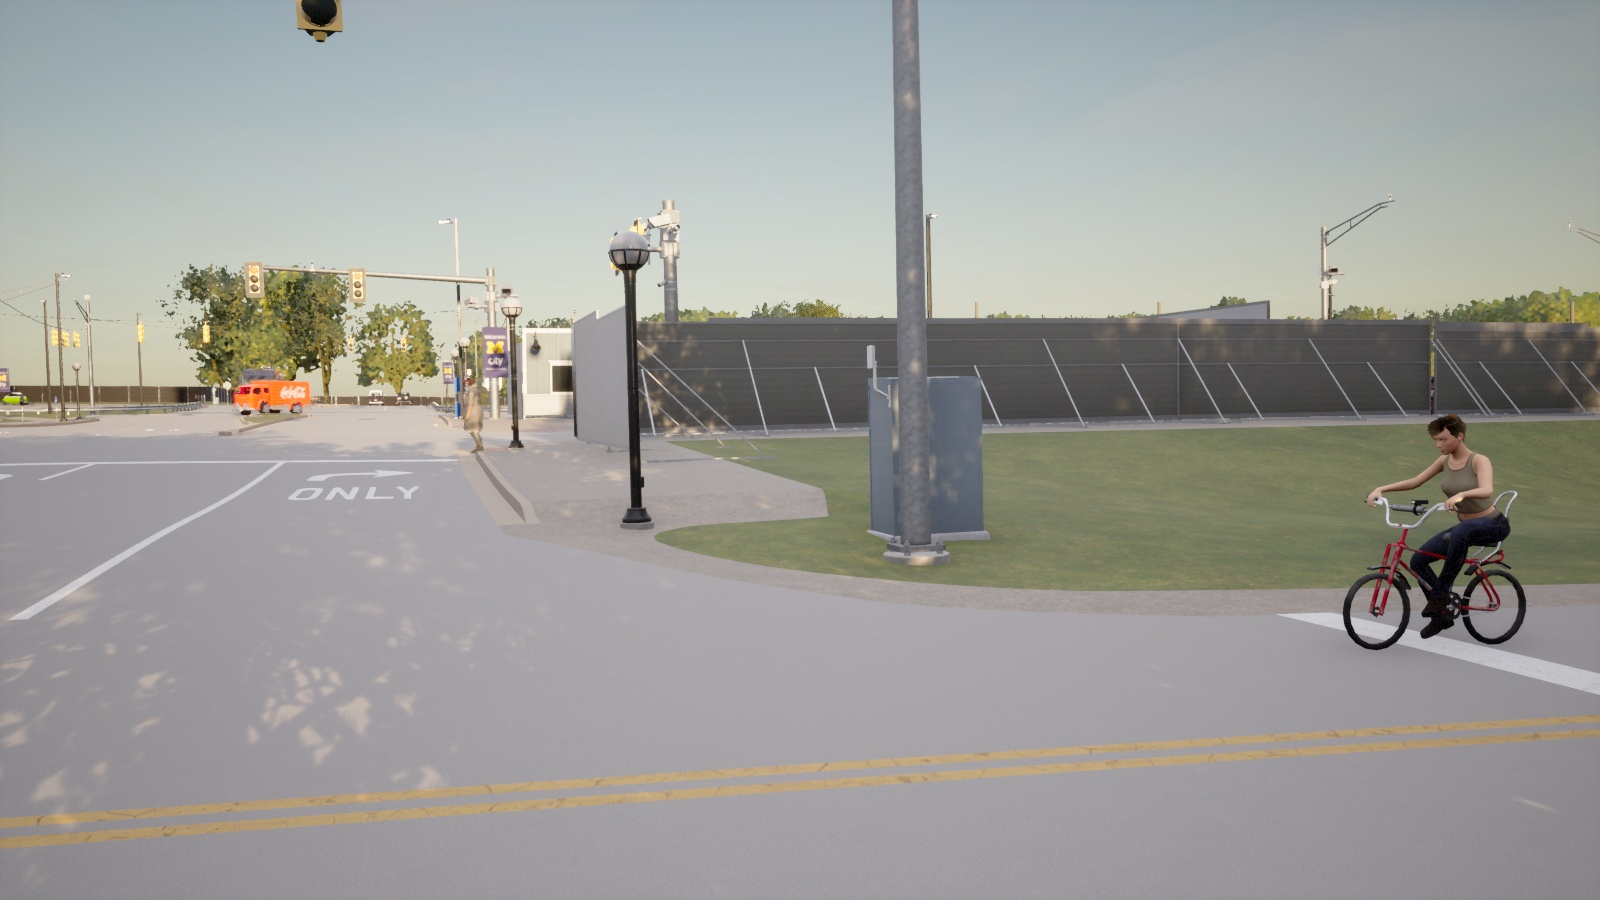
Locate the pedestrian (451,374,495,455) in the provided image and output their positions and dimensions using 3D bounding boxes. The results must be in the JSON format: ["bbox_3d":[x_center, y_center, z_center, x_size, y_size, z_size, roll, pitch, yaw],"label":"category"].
[{"bbox_3d":[-7.970,-0.868,30.636,0.873,1.952,0.659,-1,2,-4],"label":"pedestrian"}]

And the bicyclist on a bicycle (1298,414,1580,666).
[{"bbox_3d":[4.373,0.568,8.649,1.509,1.612,0.866,0,1,-14],"label":"bicyclist on a bicycle"}]

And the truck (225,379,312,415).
[{"bbox_3d":[-37.370,-3.708,88.497,2.627,2.467,5.204,0,2,24],"label":"truck"}]
